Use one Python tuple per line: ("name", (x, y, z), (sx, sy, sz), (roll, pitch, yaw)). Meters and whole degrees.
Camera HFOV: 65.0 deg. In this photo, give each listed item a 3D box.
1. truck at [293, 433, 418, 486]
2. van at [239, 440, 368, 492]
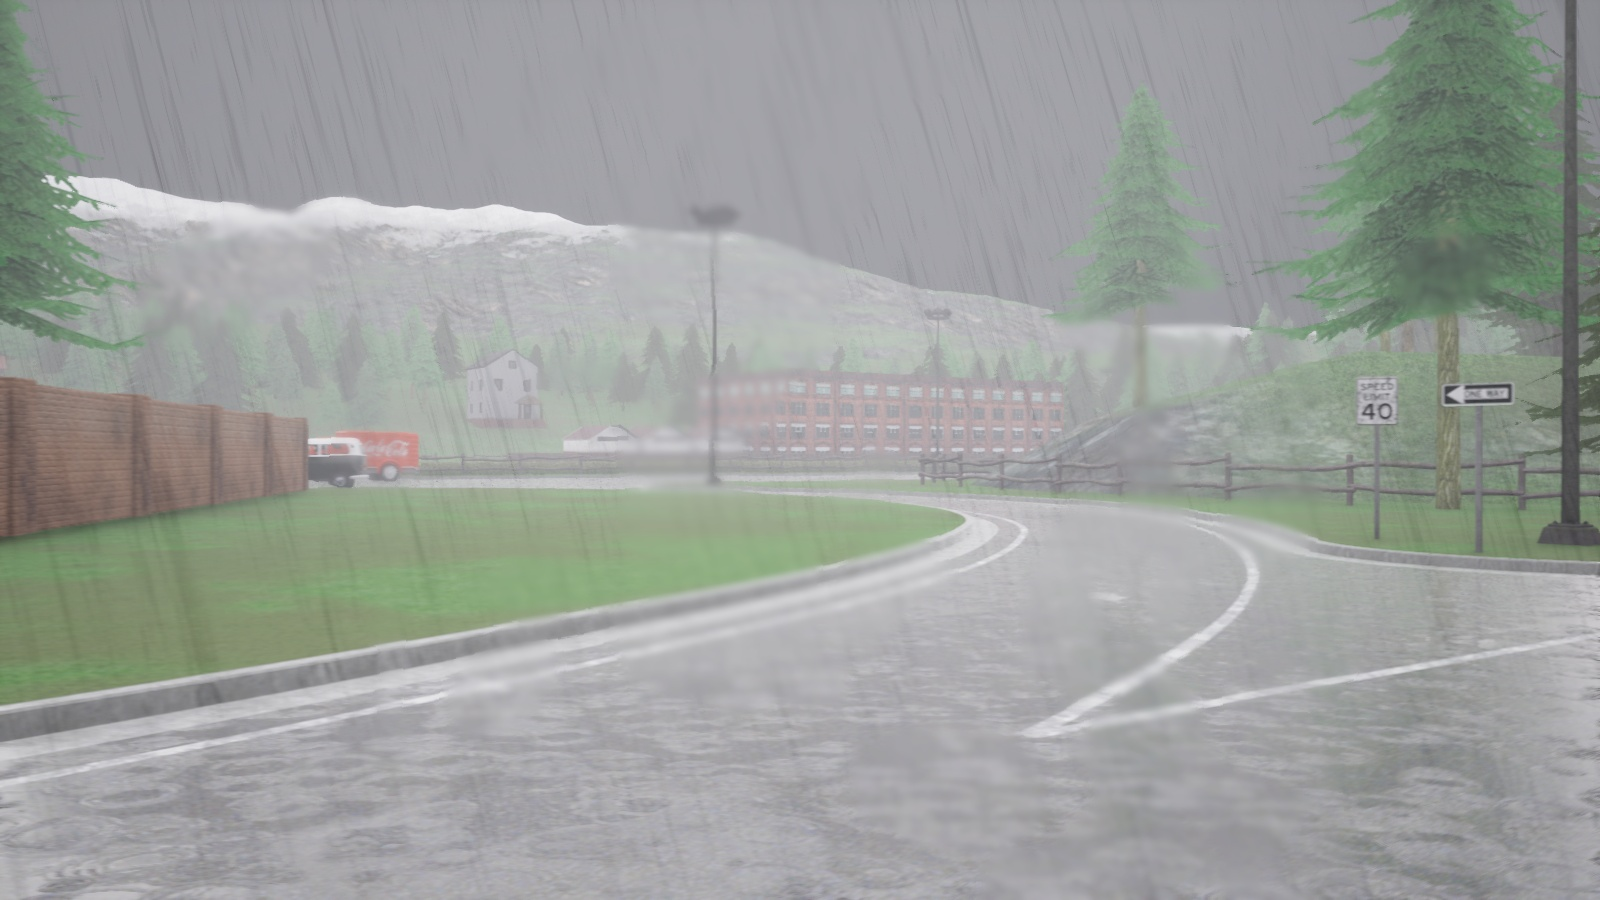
("truck", (-21.493, 0.452, 60.766), (5.204, 2.467, 2.627), (0, 0, -35))
("van", (-19.765, 0.633, 50.188), (4.480, 2.038, 2.069), (0, -1, -11))
